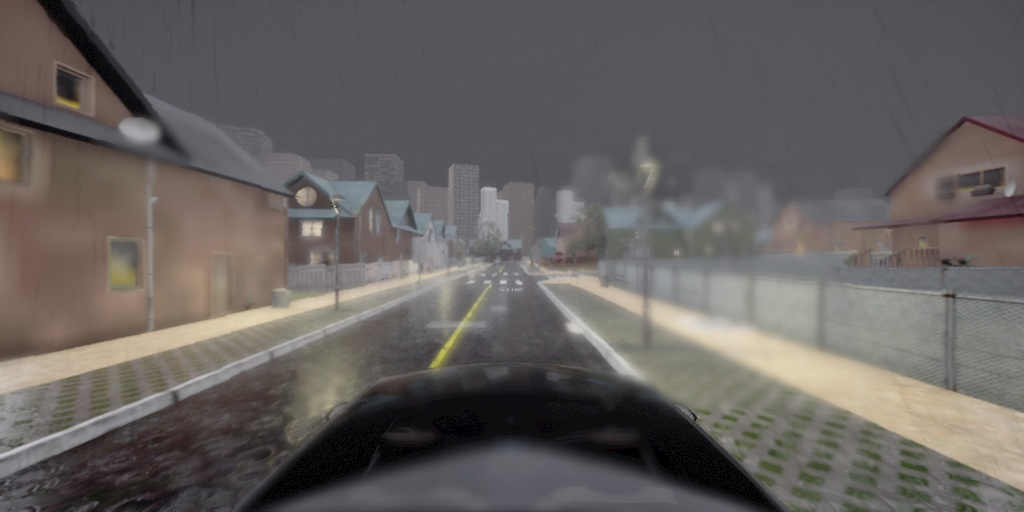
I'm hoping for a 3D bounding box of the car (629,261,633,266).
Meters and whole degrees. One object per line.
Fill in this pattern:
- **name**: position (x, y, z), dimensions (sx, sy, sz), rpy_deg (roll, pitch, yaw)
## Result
- **car**: position (11.503, 1.037, 31.127), dimensions (4.674, 1.442, 1.812), rpy_deg (-1, 0, 1)
